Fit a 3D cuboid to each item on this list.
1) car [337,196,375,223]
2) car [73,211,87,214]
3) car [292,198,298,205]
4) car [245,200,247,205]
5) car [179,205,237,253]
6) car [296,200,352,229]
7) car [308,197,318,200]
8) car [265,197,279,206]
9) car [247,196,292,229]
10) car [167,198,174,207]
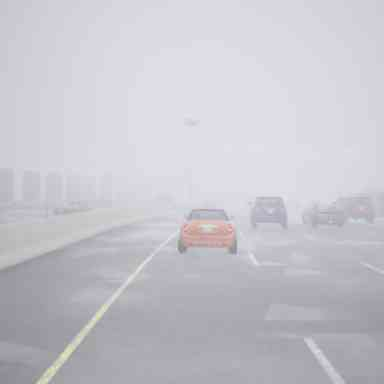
[{"bbox_3d":[12.786,1.346,26.818,2.150,2.045,5.566,0,0,9],"label":"car"},{"bbox_3d":[-11.316,1.491,31.927,1.895,1.301,4.718,1,0,10],"label":"car"},{"bbox_3d":[17.959,1.738,59.353,1.994,1.385,4.181,0,0,20],"label":"car"},{"bbox_3d":[10.950,1.632,60.627,1.812,1.442,4.674,0,0,20],"label":"car"},{"bbox_3d":[0.714,1.359,13.936,2.097,1.767,4.553,1,0,4],"label":"car"},{"bbox_3d":[8.654,1.576,22.287,2.128,1.511,4.902,0,0,9],"label":"car"},{"bbox_3d":[21.348,1.699,58.454,2.128,1.511,4.902,0,0,21],"label":"car"},{"bbox_3d":[14.482,1.645,60.083,1.837,1.490,4.892,0,0,20],"label":"car"},{"bbox_3d":[5.056,1.270,22.425,2.150,2.045,5.566,0,0,8],"label":"car"},{"bbox_3d":[-4.159,1.310,48.397,2.097,1.767,4.553,1,0,12],"label":"car"}]
